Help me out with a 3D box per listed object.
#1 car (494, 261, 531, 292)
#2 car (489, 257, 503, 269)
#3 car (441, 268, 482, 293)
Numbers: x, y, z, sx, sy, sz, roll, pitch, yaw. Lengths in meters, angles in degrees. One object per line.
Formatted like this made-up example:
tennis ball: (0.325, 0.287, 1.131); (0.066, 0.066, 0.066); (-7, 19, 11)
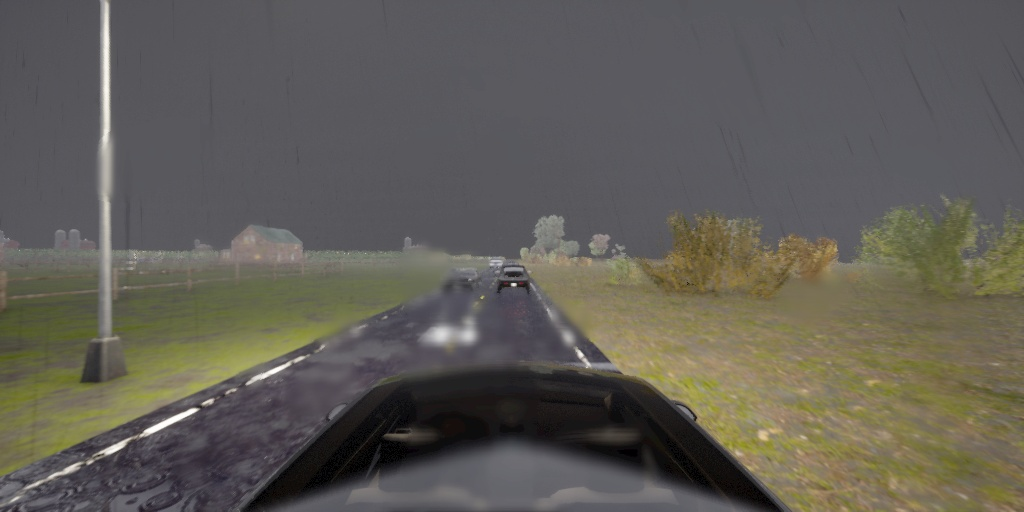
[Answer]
car: (0.095, 1.274, 21.388); (1.837, 1.490, 4.892); (0, 0, 0)
car: (-2.788, 1.165, 63.852); (2.150, 2.045, 5.566); (0, 0, 1)
car: (-2.854, 1.369, 21.042); (1.895, 1.301, 4.718); (0, 0, 0)
